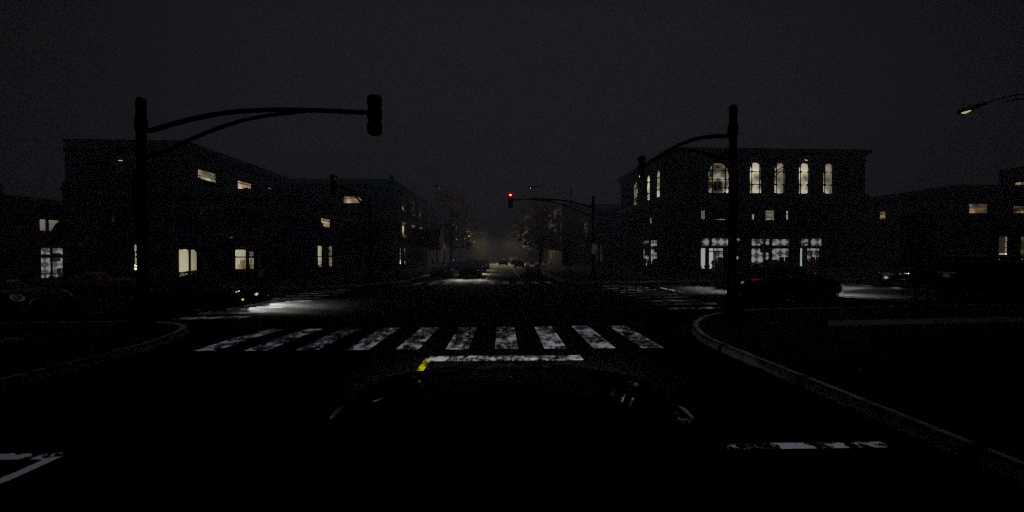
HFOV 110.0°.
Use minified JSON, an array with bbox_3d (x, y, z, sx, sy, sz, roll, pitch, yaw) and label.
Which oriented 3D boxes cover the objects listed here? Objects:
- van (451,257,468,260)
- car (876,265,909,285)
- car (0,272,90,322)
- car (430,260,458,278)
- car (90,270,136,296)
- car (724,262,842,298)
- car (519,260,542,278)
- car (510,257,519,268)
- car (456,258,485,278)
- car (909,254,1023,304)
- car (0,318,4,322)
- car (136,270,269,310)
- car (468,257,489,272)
[{"bbox_3d":[-6.769,1.083,44.674,1.690,1.789,3.998,0,0,-1],"label":"van"},{"bbox_3d":[23.531,0.918,20.316,4.902,1.511,2.128,-1,1,-2],"label":"car"},{"bbox_3d":[-18.344,1.422,12.745,4.097,1.591,1.967,0,0,-2],"label":"car"},{"bbox_3d":[-6.487,1.326,33.586,1.802,1.307,4.207,0,0,-1],"label":"car"},{"bbox_3d":[-24.494,1.501,20.833,4.829,1.417,1.751,0,0,-2],"label":"car"},{"bbox_3d":[12.640,1.152,16.640,4.181,1.385,1.994,-1,1,-2],"label":"car"},{"bbox_3d":[1.886,1.270,33.969,1.751,1.417,4.829,0,0,-1],"label":"car"},{"bbox_3d":[1.186,1.288,61.521,2.007,1.370,4.403,0,0,-1],"label":"car"},{"bbox_3d":[-3.916,1.222,34.412,1.882,1.535,5.008,0,0,-2],"label":"car"},{"bbox_3d":[19.644,0.843,14.358,5.009,1.841,2.192,0,0,-2],"label":"car"},{"bbox_3d":[-5.661,1.295,1.077,1.888,1.381,4.507,0,0,-1],"label":"car"},{"bbox_3d":[-12.837,1.459,15.295,4.181,1.385,1.994,-1,1,2],"label":"car"},{"bbox_3d":[-4.174,1.220,44.451,1.882,1.535,5.008,0,0,-1],"label":"car"}]
